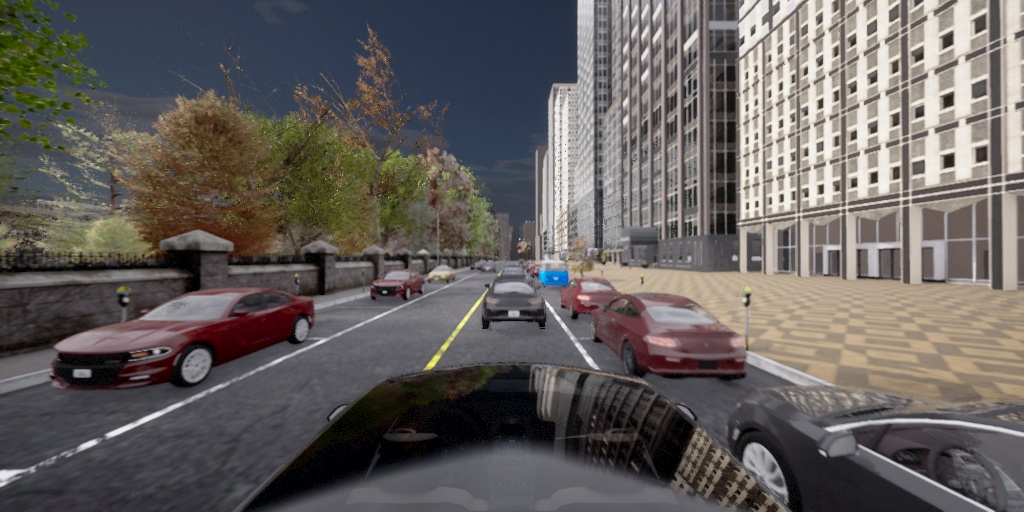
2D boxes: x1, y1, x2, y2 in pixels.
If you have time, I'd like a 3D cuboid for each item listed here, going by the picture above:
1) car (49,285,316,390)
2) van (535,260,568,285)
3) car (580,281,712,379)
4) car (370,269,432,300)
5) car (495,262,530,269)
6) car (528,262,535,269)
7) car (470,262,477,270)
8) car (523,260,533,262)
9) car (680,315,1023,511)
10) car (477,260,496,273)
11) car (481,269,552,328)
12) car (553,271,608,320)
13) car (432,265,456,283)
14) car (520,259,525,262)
[{"bbox_3d":[-5.689,1.318,6.990,1.888,1.381,4.507,0,0,0],"label":"car"},{"bbox_3d":[2.699,1.193,23.883,1.690,1.789,3.998,0,0,0],"label":"van"},{"bbox_3d":[2.691,1.355,6.986,1.802,1.307,4.207,0,0,0],"label":"car"},{"bbox_3d":[-5.684,1.369,18.254,1.888,1.381,4.507,0,0,0],"label":"car"},{"bbox_3d":[0.078,1.416,27.141,2.033,1.411,5.357,0,0,0],"label":"car"},{"bbox_3d":[2.705,1.491,35.146,1.802,1.307,4.207,0,0,0],"label":"car"},{"bbox_3d":[-5.665,1.595,57.679,1.948,1.339,4.313,0,0,0],"label":"car"},{"bbox_3d":[2.710,1.551,46.411,1.802,1.307,4.207,0,0,0],"label":"car"},{"bbox_3d":[2.689,1.299,1.354,2.007,1.370,4.403,0,0,0],"label":"car"},{"bbox_3d":[-3.066,1.466,47.518,2.128,1.511,4.902,0,0,0],"label":"car"},{"bbox_3d":[0.065,1.318,11.485,1.812,1.442,4.674,0,0,0],"label":"car"},{"bbox_3d":[2.694,1.380,12.618,1.802,1.307,4.207,0,0,0],"label":"car"},{"bbox_3d":[-5.679,1.406,29.349,1.751,1.417,4.829,0,0,0],"label":"car"},{"bbox_3d":[2.715,1.469,57.675,1.967,1.591,4.097,0,0,0],"label":"car"}]
